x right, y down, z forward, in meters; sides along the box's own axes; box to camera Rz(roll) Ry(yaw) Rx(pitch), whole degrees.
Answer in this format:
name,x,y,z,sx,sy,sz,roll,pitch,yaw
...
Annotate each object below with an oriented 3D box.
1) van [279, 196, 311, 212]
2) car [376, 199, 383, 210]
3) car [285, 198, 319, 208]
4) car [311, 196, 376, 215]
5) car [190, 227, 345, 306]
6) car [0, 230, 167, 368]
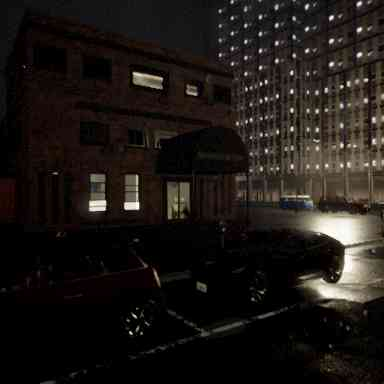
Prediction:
name,x,y,z,sx,sy,sz,roll,pitch,yaw
van,11.734,1.314,37.562,1.690,1.788,3.998,0,0,-35
car,21.779,1.484,37.803,2.008,1.369,4.403,0,0,-35
car,15.447,1.499,46.898,1.802,1.307,4.206,0,0,-35
car,14.899,1.296,33.014,2.192,1.841,5.009,0,0,-35
car,1.970,1.563,8.036,4.313,1.339,1.947,0,0,-35
car,-2.496,1.440,4.786,4.097,1.590,1.967,0,0,-35
